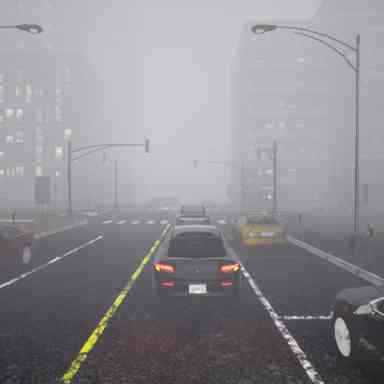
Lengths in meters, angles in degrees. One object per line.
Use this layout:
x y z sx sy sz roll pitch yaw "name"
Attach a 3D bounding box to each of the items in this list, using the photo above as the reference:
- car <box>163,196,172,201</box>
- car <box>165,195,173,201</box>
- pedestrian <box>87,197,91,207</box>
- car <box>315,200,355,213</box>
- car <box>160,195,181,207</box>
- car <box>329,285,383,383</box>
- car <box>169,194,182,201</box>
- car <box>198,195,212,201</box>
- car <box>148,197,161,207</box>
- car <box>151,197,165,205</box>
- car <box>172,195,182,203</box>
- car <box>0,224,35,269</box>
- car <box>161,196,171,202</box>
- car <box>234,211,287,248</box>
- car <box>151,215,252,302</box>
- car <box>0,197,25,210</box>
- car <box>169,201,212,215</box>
-5.866 1.568 80.594 1.802 1.307 4.206 -1 0 0 "car"
-5.879 1.530 86.249 1.887 1.381 4.507 -1 0 0 "car"
-12.632 1.200 40.830 0.375 1.300 0.375 0 0 1 "pedestrian"
16.238 1.623 37.545 4.403 1.369 2.008 0 0 1 "car"
-3.195 1.537 50.390 2.033 1.411 5.357 0 0 0 "car"
2.801 1.550 3.096 2.008 1.369 4.403 -1 0 0 "car"
-3.195 1.479 60.341 2.128 1.511 4.902 0 0 0 "car"
2.559 1.539 57.994 2.008 1.369 4.403 -1 0 0 "car"
-5.809 1.514 52.152 1.752 1.417 4.829 -1 0 0 "car"
-5.821 1.554 57.976 1.947 1.339 4.313 -1 0 0 "car"
-3.143 1.487 70.538 1.837 1.490 4.892 0 0 0 "car"
-5.849 1.542 8.780 1.887 1.381 4.507 -1 0 0 "car"
-5.855 1.531 74.940 1.887 1.381 4.507 -1 0 0 "car"
2.778 1.521 14.554 1.752 1.417 4.829 -1 0 0 "car"
0.083 1.523 8.102 1.812 1.442 4.674 0 0 0 "car"
-21.738 1.275 37.965 4.829 1.417 1.752 0 0 1 "car"
0.053 1.487 18.177 2.128 1.511 4.902 0 0 0 "car"
